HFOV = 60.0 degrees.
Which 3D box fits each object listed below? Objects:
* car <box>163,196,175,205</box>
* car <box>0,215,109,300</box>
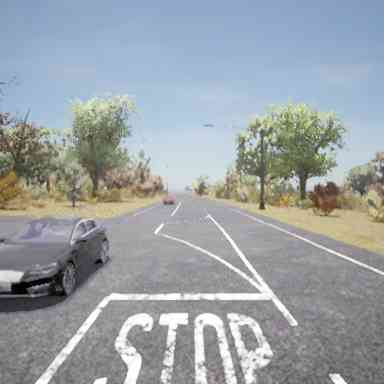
[{"bbox_3d":[-3.892,1.389,56.169,1.882,1.535,5.008,0,0,-1],"label":"car"},{"bbox_3d":[-3.525,1.419,8.589,2.128,1.511,4.902,0,2,0],"label":"car"}]
